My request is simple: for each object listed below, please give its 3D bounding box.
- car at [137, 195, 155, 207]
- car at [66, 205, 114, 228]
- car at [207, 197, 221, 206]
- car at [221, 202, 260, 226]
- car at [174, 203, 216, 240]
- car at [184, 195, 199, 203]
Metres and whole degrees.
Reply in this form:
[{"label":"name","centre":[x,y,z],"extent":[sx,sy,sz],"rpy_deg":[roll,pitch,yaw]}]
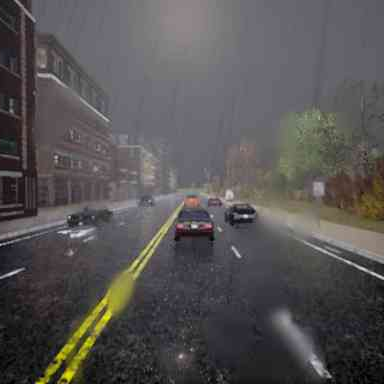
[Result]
[{"label":"car","centre":[-6.554,1.242,47.965],"extent":[2.097,1.767,4.553],"rpy_deg":[0,0,0]},{"label":"car","centre":[-6.612,1.576,22.014],"extent":[1.895,1.301,4.718],"rpy_deg":[0,0,0]},{"label":"car","centre":[3.249,1.390,48.935],"extent":[1.994,1.385,4.181],"rpy_deg":[0,0,0]},{"label":"car","centre":[3.338,1.474,22.693],"extent":[1.994,1.385,4.181],"rpy_deg":[0,0,0]},{"label":"car","centre":[0.096,1.499,16.565],"extent":[2.033,1.411,5.357],"rpy_deg":[0,0,0]},{"label":"car","centre":[-0.020,1.204,47.167],"extent":[2.097,1.767,4.553],"rpy_deg":[0,0,0]}]
